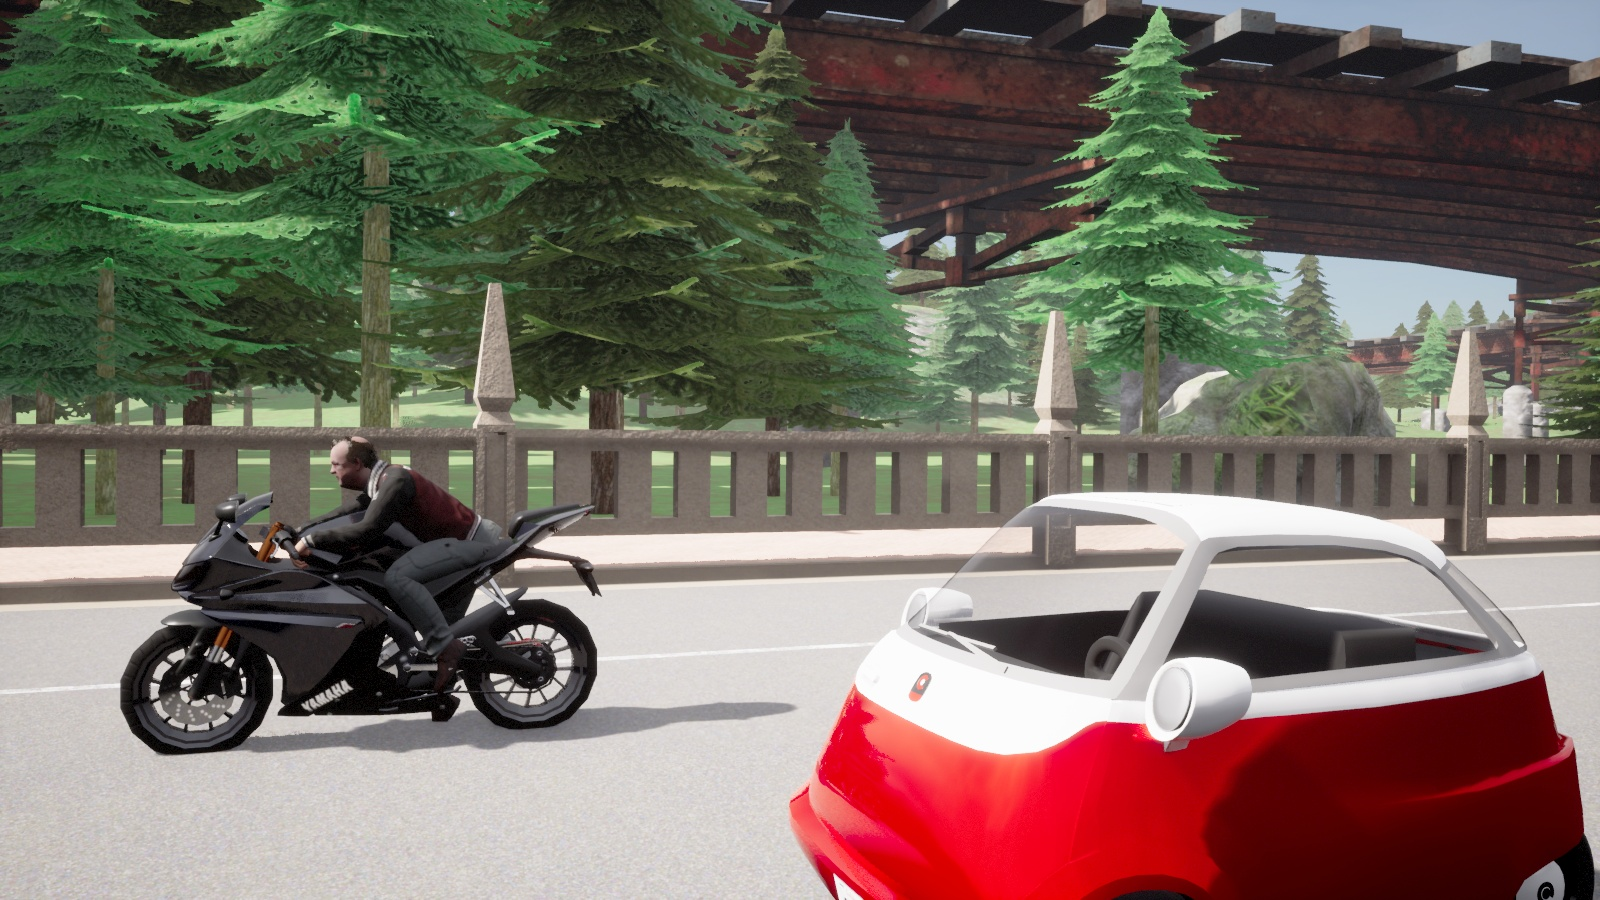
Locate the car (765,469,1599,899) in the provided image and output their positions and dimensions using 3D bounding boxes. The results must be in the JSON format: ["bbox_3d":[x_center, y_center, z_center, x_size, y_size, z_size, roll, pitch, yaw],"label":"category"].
[{"bbox_3d":[1.187,0.780,3.690,2.207,1.376,1.481,-1,1,-21],"label":"car"}]

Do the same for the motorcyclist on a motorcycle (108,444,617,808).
[{"bbox_3d":[-2.089,0.755,6.190,2.191,1.530,0.866,-1,1,-21],"label":"motorcyclist on a motorcycle"}]
